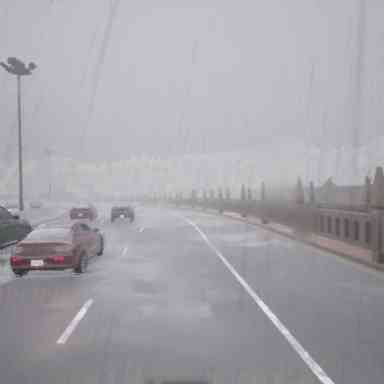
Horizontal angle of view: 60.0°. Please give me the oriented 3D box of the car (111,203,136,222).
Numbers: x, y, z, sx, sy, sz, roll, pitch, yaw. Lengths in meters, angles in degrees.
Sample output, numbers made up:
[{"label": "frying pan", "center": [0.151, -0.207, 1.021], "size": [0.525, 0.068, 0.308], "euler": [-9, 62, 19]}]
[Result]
[{"label": "car", "center": [-6.013, 1.708, 29.107], "size": [1.837, 1.490, 4.892], "euler": [-1, 0, -9]}]

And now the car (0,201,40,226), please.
[{"label": "car", "center": [-7.679, 1.410, 11.785], "size": [2.150, 2.045, 5.566], "euler": [-1, 0, -4]}]

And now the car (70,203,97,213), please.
[{"label": "car", "center": [-9.757, 1.760, 30.165], "size": [1.882, 1.535, 5.008], "euler": [-1, 0, -10]}]

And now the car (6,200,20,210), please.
[{"label": "car", "center": [-31.882, 2.290, 59.244], "size": [1.882, 1.535, 5.008], "euler": [-1, 0, -31]}]

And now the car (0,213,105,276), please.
[{"label": "car", "center": [-4.088, 1.639, 10.719], "size": [1.812, 1.442, 4.674], "euler": [-1, 0, -4]}]

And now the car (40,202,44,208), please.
[{"label": "car", "center": [-25.956, 2.244, 55.646], "size": [1.994, 1.385, 4.181], "euler": [-1, 0, -27]}]
